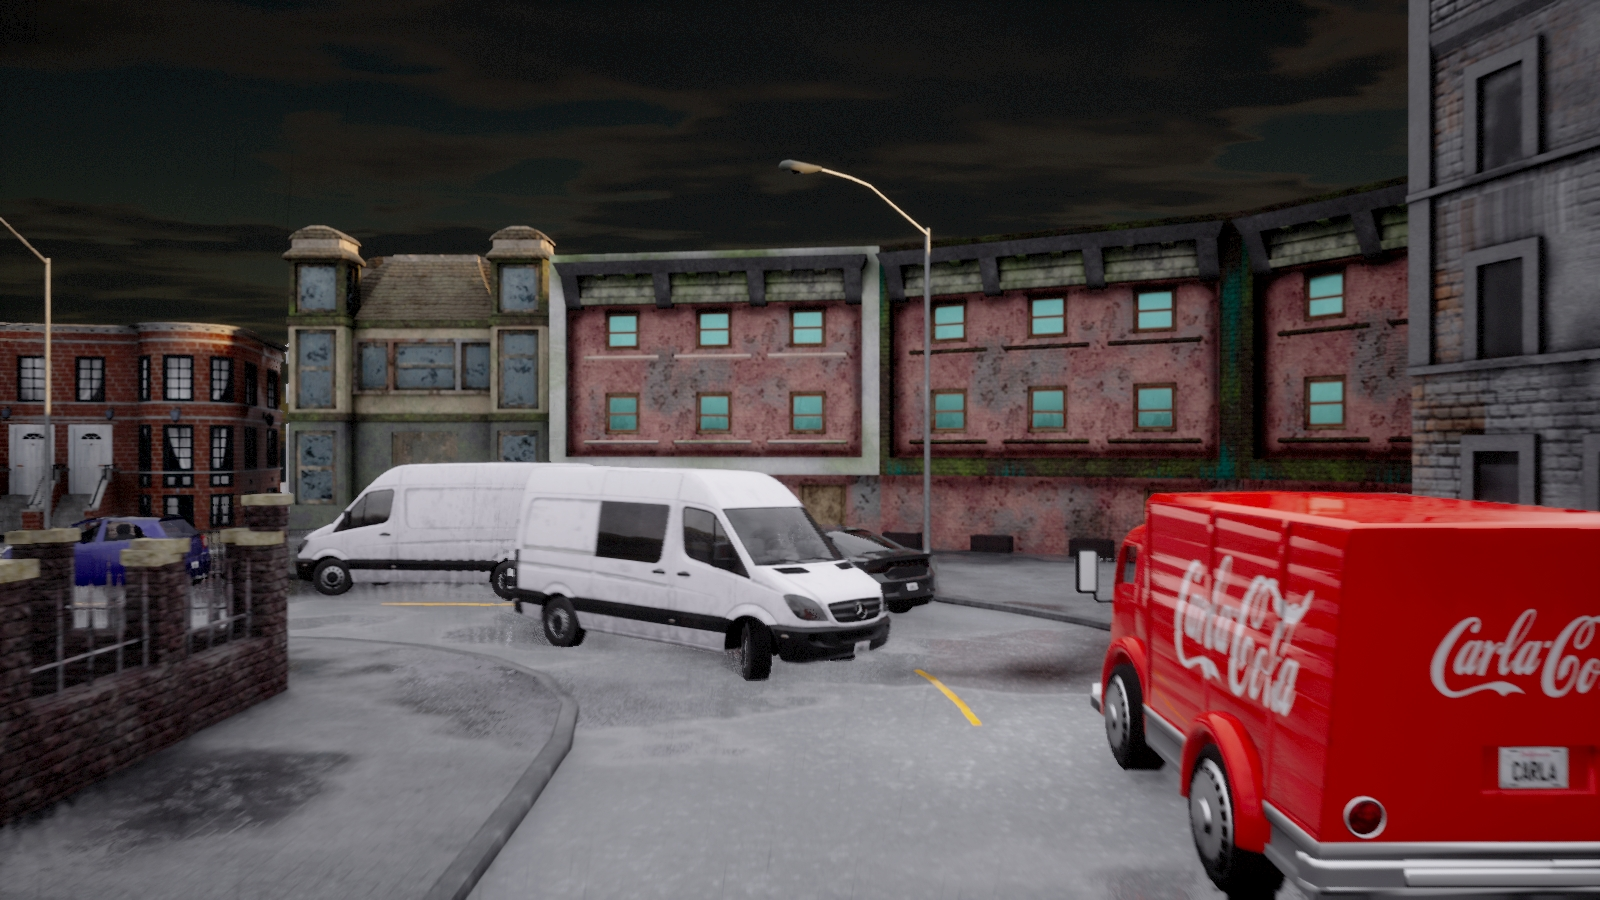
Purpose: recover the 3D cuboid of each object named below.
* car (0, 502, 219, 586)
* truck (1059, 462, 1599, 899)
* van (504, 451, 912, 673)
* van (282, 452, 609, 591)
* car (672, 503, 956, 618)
[{"bbox_3d":[-13.754,1.817,22.536,3.633,1.501,1.845,0,0,0],"label":"car"},{"bbox_3d":[3.857,1.348,8.543,2.627,2.467,5.204,0,0,0],"label":"truck"},{"bbox_3d":[-1.473,1.316,15.839,5.915,2.561,1.988,0,-1,40],"label":"van"},{"bbox_3d":[-6.949,1.315,22.582,5.915,2.561,1.988,0,0,10],"label":"van"},{"bbox_3d":[0.107,1.815,20.097,2.097,1.535,5.006,0,0,-43],"label":"car"}]
